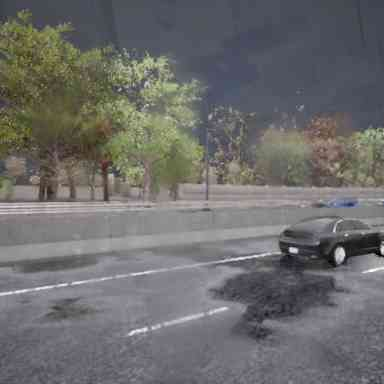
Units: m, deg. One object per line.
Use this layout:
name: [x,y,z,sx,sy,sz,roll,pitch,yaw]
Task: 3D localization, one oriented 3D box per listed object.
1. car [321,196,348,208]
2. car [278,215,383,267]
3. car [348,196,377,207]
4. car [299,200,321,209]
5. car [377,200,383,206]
car: [20.044,1.550,44.133,5.566,2.045,2.150,1,-1,-35]
car: [5.146,1.586,11.752,4.892,1.490,1.837,0,0,-35]
car: [21.758,1.675,41.058,4.553,1.767,2.097,1,0,-35]
car: [16.825,1.806,46.047,4.902,1.511,2.128,1,0,-36]
car: [23.798,1.676,38.216,4.553,1.767,2.097,1,0,-35]
